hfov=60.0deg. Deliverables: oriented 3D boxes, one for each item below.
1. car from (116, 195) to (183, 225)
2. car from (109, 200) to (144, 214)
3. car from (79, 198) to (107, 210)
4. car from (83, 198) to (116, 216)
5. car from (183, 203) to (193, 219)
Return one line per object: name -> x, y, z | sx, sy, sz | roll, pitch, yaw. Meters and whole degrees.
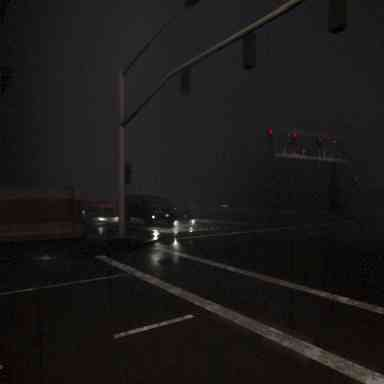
car -> -3.282, 1.222, 24.587 | 2.150, 2.045, 5.566 | 0, 0, -36
car -> -7.111, 1.601, 35.918 | 1.895, 1.301, 4.718 | 0, 0, -36
car -> -13.315, 1.547, 44.569 | 2.033, 1.411, 5.357 | 0, 0, -36
car -> -9.045, 1.478, 32.612 | 1.882, 1.535, 5.008 | 0, 0, -36
car -> -1.867, 1.352, 28.620 | 2.097, 1.767, 4.553 | 0, 0, -36
